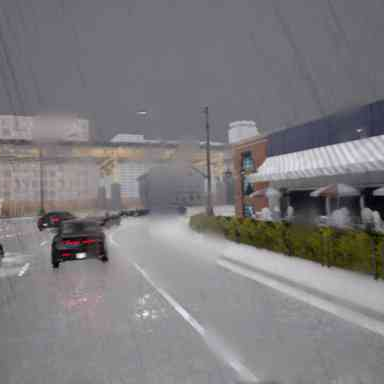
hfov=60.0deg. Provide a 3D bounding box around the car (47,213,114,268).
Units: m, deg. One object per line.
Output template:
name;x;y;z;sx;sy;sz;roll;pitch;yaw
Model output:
car;-4.332;1.823;12.888;1.837;1.490;4.892;-2;0;-19

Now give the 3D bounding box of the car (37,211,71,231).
car;-10.394;2.226;26.274;1.812;1.442;4.674;-2;-1;4

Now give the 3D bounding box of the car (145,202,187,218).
car;-2.575;1.925;37.365;2.097;1.767;4.553;-2;-1;36

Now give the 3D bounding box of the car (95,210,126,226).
car;-6.881;2.171;25.647;1.895;1.301;4.718;-2;-1;3

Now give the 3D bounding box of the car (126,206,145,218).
car;-6.184;2.314;38.508;1.895;1.301;4.718;-2;-1;33

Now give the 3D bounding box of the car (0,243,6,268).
car;-6.904;1.912;9.636;2.033;1.411;5.357;-2;-1;-19
